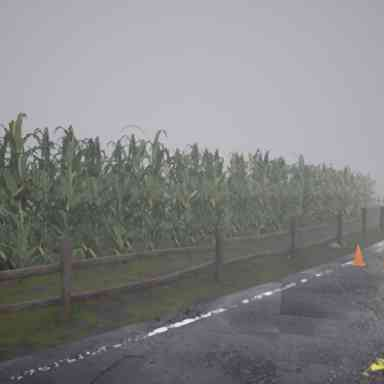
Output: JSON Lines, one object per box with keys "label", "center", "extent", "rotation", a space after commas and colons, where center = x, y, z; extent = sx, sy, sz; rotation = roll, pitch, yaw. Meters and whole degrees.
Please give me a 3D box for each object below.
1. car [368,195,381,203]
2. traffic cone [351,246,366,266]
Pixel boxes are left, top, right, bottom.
{"label": "car", "center": [35.988, 1.398, 66.238], "extent": [1.837, 1.490, 4.892], "rotation": [0, 0, 9]}
{"label": "traffic cone", "center": [5.128, 1.947, 10.257], "extent": [0.340, 0.580, 0.340], "rotation": [0, 0, 45]}
